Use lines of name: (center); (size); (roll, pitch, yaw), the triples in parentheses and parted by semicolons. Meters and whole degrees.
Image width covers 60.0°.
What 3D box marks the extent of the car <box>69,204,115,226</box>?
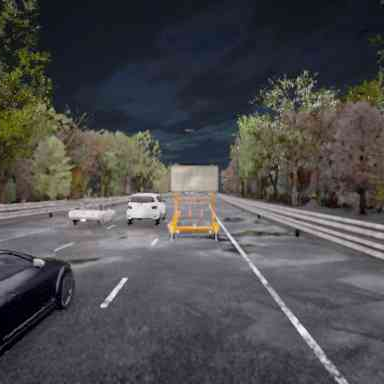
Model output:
car: (-6.625, 1.495, 22.672); (1.895, 1.301, 4.718); (2, -2, 1)

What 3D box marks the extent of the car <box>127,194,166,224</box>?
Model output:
car: (-3.160, 1.143, 23.819); (2.150, 2.045, 5.566); (0, 0, 1)

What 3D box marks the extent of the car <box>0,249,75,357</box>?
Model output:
car: (-3.370, 1.548, 5.082); (1.994, 1.385, 4.181); (0, 0, 0)

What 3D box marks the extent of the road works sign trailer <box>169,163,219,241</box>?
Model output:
road works sign trailer: (0.124, 0.411, 16.262); (2.380, 3.560, 2.880); (0, 0, 2)
